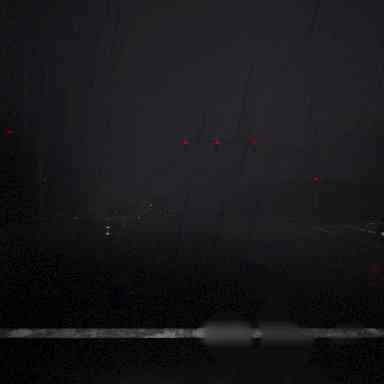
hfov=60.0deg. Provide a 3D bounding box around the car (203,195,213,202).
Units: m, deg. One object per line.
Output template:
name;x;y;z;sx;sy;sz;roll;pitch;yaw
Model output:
car;3.557;1.386;73.930;2.128;1.511;4.902;0;0;0

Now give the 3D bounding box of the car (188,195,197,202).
car;0.057;1.413;73.933;1.994;1.385;4.181;0;0;0

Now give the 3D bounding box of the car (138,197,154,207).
car;-7.051;1.505;51.731;1.837;1.490;4.892;0;0;0

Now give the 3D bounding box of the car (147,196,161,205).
car;-7.015;1.492;62.140;2.128;1.511;4.902;0;0;0

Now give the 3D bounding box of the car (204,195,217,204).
car;3.549;1.352;63.791;2.097;1.767;4.553;0;0;0

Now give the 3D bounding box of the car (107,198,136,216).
car;-7.069;1.526;32.951;1.812;1.442;4.674;0;0;0

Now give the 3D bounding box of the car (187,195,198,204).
car;0.049;1.505;63.823;1.837;1.490;4.892;0;0;0

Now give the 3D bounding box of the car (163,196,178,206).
car;-3.537;1.492;55.672;2.128;1.511;4.902;0;0;0

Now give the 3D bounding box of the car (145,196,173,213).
car;-3.560;1.352;37.045;2.097;1.767;4.553;0;0;0

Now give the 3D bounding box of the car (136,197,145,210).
car;-7.061;1.478;42.245;1.882;1.535;5.008;0;0;0

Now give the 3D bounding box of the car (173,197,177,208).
car;-3.559;1.564;45.614;1.994;1.385;4.181;0;0;0

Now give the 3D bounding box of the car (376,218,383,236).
car;10.351;1.539;13.822;4.902;1.511;2.128;0;0;0
